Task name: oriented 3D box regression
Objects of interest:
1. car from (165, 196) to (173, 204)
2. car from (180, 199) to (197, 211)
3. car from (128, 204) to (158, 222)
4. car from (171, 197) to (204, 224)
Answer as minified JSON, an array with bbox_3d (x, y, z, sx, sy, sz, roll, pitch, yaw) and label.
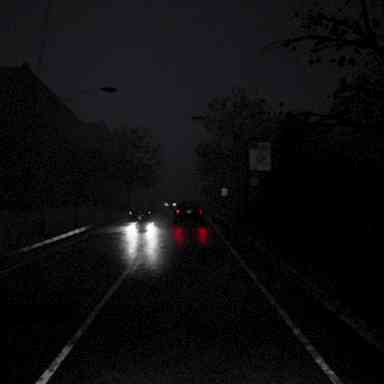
[{"bbox_3d":[-4.428,1.605,67.940,1.882,1.535,5.008,0,0,-1],"label":"car"},{"bbox_3d":[-0.474,1.627,42.654,2.033,1.411,5.357,0,0,-1],"label":"car"},{"bbox_3d":[-3.958,1.654,27.289,1.895,1.301,4.718,0,0,-1],"label":"car"},{"bbox_3d":[-0.228,1.400,25.037,2.097,1.767,4.553,0,0,-1],"label":"car"}]
